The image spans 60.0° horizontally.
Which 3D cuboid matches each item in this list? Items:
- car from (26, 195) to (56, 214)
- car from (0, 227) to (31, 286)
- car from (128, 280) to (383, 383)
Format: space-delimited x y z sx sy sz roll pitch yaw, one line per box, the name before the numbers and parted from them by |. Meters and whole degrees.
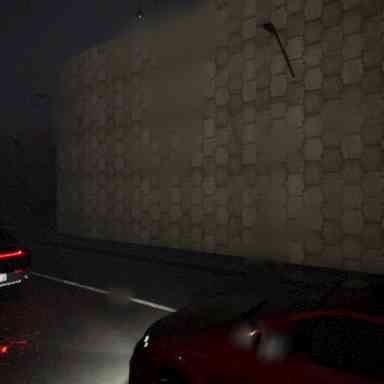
car | -12.921 1.061 31.037 2.128 1.511 4.902 0 5 35
car | -5.855 1.505 8.171 4.892 1.490 1.837 0 0 36
car | 1.394 1.564 2.997 4.181 1.385 1.994 0 0 36
